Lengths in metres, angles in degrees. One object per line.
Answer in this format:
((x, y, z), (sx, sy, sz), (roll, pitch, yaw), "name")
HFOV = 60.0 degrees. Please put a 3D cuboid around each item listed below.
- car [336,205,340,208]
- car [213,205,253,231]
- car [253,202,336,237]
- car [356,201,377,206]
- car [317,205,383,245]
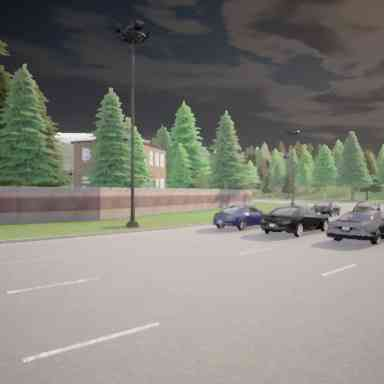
((12.778, 1.613, 31.746), (1.895, 1.301, 4.718), (0, 0, 36), "car")
((3.222, 1.530, 20.538), (4.674, 1.442, 1.812), (0, 0, -45), "car")
((5.691, 1.482, 18.057), (5.008, 1.535, 1.882), (0, 0, -45), "car")
((15.599, 1.530, 29.675), (1.812, 1.442, 4.674), (0, 0, 36), "car")
((8.160, 1.560, 15.576), (5.357, 1.411, 2.033), (0, 0, -45), "car")
